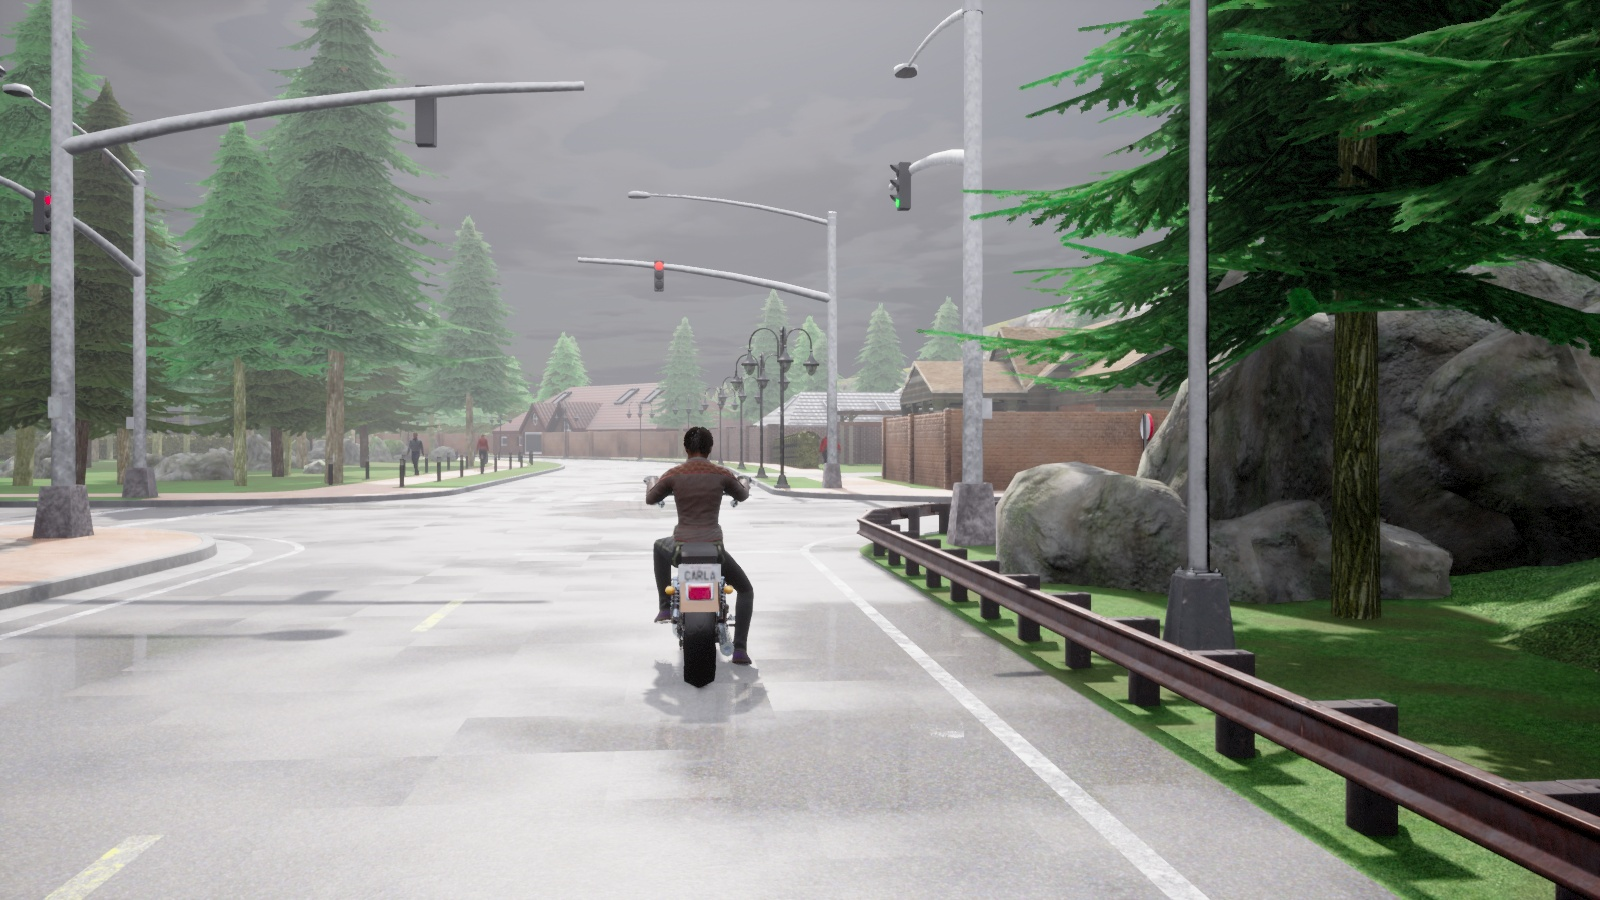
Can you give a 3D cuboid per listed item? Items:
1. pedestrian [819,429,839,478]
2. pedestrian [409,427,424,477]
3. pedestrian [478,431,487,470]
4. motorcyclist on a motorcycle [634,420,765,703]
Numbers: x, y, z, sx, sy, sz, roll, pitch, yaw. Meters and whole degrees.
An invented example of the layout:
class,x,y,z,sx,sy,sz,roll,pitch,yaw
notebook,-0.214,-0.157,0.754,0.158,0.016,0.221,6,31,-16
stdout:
class,x,y,z,sx,sy,sz,roll,pitch,yaw
pedestrian,1.103,0.113,47.824,0.634,1.844,0.899,0,0,-5
pedestrian,-15.226,0.079,49.818,0.423,1.949,0.788,0,0,-6
pedestrian,-15.034,0.024,59.490,0.331,1.846,0.636,0,0,-7
motorcyclist on a motorcycle,-0.693,0.648,8.534,0.766,1.649,2.350,0,0,-5
